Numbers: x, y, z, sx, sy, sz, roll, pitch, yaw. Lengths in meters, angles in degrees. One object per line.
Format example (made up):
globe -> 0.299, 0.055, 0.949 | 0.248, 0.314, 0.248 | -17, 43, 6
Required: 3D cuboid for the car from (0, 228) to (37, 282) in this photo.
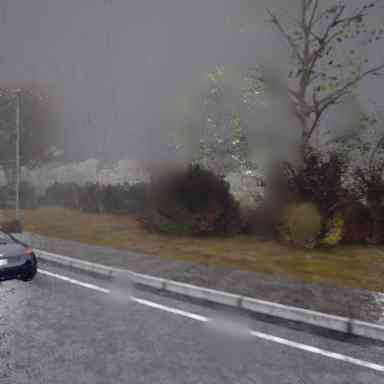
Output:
car -> -5.878, 1.571, 8.784 | 4.181, 1.385, 1.994 | 0, 0, 39
